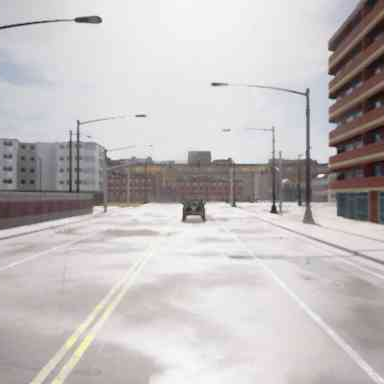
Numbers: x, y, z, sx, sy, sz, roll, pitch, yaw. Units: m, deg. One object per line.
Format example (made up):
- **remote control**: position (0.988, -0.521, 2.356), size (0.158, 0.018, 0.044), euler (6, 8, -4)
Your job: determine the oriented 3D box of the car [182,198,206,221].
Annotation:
- **car**: position (0.181, 1.630, 32.070), size (2.150, 2.045, 5.566), euler (0, -1, 0)
